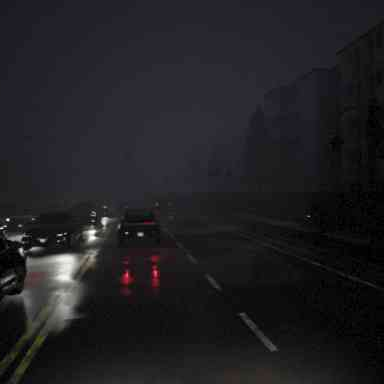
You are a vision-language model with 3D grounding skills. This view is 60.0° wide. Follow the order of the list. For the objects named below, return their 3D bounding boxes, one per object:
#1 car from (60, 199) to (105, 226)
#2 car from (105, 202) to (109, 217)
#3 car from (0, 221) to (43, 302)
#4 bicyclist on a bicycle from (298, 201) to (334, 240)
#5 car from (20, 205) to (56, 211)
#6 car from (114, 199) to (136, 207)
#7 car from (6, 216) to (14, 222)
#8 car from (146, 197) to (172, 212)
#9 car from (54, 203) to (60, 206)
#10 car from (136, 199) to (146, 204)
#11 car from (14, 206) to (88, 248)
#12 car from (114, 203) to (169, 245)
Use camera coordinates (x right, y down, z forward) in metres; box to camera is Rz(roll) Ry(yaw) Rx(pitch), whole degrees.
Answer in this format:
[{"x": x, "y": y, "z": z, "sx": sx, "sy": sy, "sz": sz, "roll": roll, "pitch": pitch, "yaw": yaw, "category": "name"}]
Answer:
[{"x": -7.749, "y": 1.498, "z": 24.059, "sx": 2.097, "sy": 1.767, "sz": 4.553, "roll": -1, "pitch": 0, "yaw": -10, "category": "car"}, {"x": -9.550, "y": 1.531, "z": 33.596, "sx": 2.097, "sy": 1.767, "sz": 4.553, "roll": -1, "pitch": 0, "yaw": -12, "category": "car"}, {"x": -4.476, "y": 1.578, "z": 6.008, "sx": 2.128, "sy": 1.511, "sz": 4.902, "roll": -1, "pitch": 0, "yaw": -12, "category": "car"}, {"x": 5.212, "y": 1.193, "z": 13.972, "sx": 1.656, "sy": 1.620, "sz": 0.582, "roll": -1, "pitch": 0, "yaw": -10, "category": "bicyclist on a bicycle"}, {"x": -11.083, "y": 1.814, "z": 22.935, "sx": 1.895, "sy": 1.301, "sz": 4.718, "roll": -1, "pitch": 0, "yaw": -10, "category": "car"}, {"x": -9.261, "y": 1.677, "z": 44.743, "sx": 1.837, "sy": 1.490, "sz": 4.892, "roll": -1, "pitch": 1, "yaw": -22, "category": "car"}, {"x": -9.534, "y": 1.749, "z": 14.227, "sx": 1.994, "sy": 1.385, "sz": 4.181, "roll": -1, "pitch": 0, "yaw": -10, "category": "car"}, {"x": -3.782, "y": 1.415, "z": 39.750, "sx": 2.097, "sy": 1.767, "sz": 4.553, "roll": -1, "pitch": 0, "yaw": -15, "category": "car"}, {"x": -12.918, "y": 1.810, "z": 32.691, "sx": 1.994, "sy": 1.385, "sz": 4.181, "roll": -1, "pitch": 0, "yaw": -12, "category": "car"}, {"x": -7.295, "y": 1.694, "z": 49.111, "sx": 1.994, "sy": 1.385, "sz": 4.181, "roll": -1, "pitch": 0, "yaw": -28, "category": "car"}, {"x": -6.144, "y": 1.622, "z": 15.138, "sx": 1.837, "sy": 1.490, "sz": 4.892, "roll": -1, "pitch": 0, "yaw": -10, "category": "car"}, {"x": -2.544, "y": 1.537, "z": 16.040, "sx": 2.128, "sy": 1.511, "sz": 4.902, "roll": -1, "pitch": 0, "yaw": -10, "category": "car"}]
